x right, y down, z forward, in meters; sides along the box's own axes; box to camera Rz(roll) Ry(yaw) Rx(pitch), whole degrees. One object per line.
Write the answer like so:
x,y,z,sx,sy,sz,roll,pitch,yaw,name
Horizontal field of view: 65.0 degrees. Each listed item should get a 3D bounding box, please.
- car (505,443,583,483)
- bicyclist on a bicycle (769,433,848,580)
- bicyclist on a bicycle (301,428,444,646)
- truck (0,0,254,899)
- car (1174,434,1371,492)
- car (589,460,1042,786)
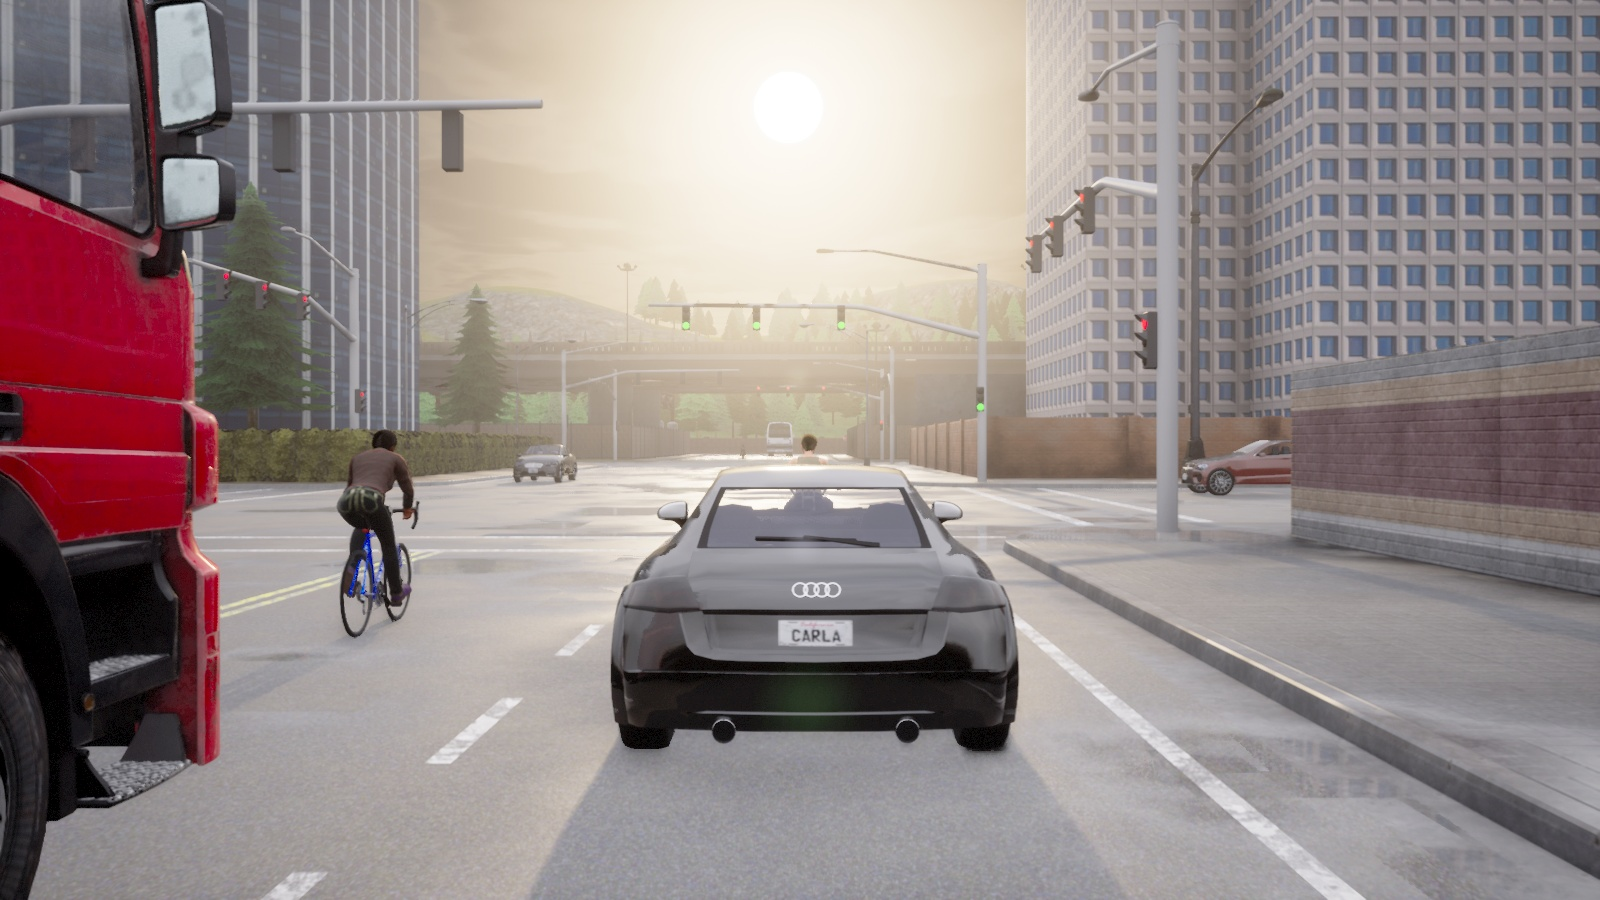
-10.184,0.474,50.378,2.128,1.511,4.902,0,0,0,car
0.099,0.620,14.511,0.866,1.612,1.509,0,0,0,bicyclist on a bicycle
-3.424,0.652,10.194,0.582,1.620,1.656,0,0,0,bicyclist on a bicycle
-3.480,-0.240,0.655,2.891,3.462,7.936,0,0,0,truck
13.928,0.374,37.227,5.027,1.651,2.152,0,0,1,car
0.063,0.777,7.615,1.994,1.385,4.181,0,0,0,car
